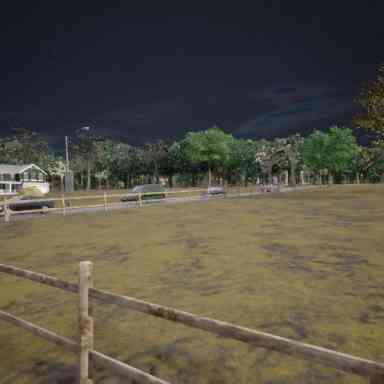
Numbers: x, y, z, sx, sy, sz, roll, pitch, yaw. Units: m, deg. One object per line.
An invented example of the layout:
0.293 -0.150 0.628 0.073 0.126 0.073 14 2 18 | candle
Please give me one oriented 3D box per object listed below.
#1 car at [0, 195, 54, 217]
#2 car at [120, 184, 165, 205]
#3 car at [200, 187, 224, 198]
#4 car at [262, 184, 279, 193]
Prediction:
-13.237 1.056 25.809 1.837 1.490 4.892 -3 1 36 | car
-5.373 0.247 36.810 2.150 2.045 5.566 -2 2 38 | car
2.973 0.000 48.480 1.812 1.442 4.674 -3 1 35 | car
13.778 -0.651 58.627 1.994 1.385 4.181 -3 1 36 | car
